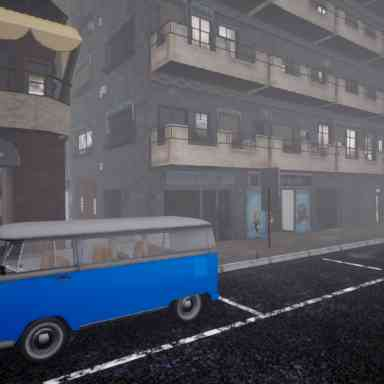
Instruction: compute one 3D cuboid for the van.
[{"bbox_3d":[-1.416,1.341,5.557,3.998,1.788,1.690,0,0,-35],"label":"van"}]
